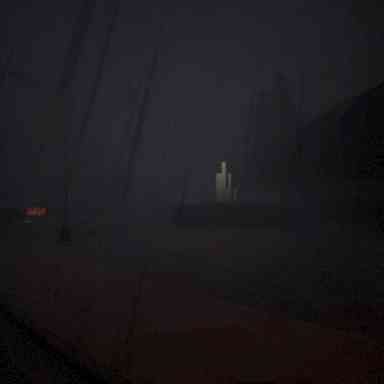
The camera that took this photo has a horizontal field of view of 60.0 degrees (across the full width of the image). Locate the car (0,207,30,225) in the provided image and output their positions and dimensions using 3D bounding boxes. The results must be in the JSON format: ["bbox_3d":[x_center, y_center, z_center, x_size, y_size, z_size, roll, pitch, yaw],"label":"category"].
[{"bbox_3d":[-15.621,1.977,27.796,1.994,1.385,4.181,0,-1,-6],"label":"car"}]

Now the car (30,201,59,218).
[{"bbox_3d":[-16.394,1.873,36.730,2.097,1.767,4.553,0,-1,-4],"label":"car"}]
